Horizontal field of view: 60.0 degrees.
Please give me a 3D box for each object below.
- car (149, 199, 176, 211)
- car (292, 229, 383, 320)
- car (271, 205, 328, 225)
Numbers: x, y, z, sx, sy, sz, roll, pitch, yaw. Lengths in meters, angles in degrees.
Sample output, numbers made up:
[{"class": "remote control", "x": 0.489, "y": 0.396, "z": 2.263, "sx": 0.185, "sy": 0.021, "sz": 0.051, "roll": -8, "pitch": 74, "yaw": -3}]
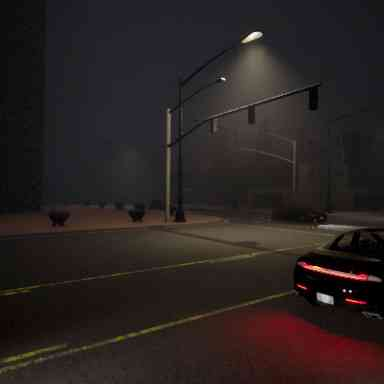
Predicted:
[{"class": "car", "x": -3.732, "y": 1.600, "z": 41.831, "sx": 1.812, "sy": 1.442, "sz": 4.674, "roll": 1, "pitch": -1, "yaw": -35}, {"class": "car", "x": 4.117, "y": 1.502, "z": 6.739, "sx": 4.902, "sy": 1.511, "sz": 2.128, "roll": 0, "pitch": 0, "yaw": -35}, {"class": "car", "x": 8.010, "y": 1.660, "z": 25.085, "sx": 1.994, "sy": 1.385, "sz": 4.181, "roll": 1, "pitch": 0, "yaw": -35}]
